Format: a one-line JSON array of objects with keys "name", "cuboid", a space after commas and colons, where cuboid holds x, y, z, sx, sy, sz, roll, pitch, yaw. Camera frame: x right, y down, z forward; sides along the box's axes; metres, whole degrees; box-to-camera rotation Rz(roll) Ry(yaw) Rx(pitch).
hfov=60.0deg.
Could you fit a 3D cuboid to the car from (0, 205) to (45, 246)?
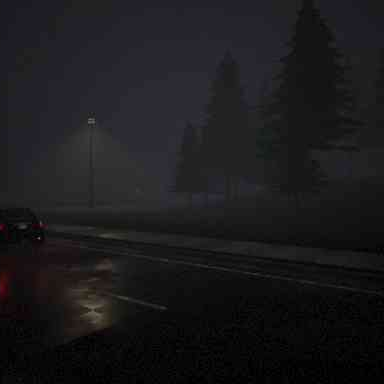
[{"name": "car", "cuboid": [-8.250, 1.364, 14.053, 4.553, 1.767, 2.097, 0, 0, 36]}]
